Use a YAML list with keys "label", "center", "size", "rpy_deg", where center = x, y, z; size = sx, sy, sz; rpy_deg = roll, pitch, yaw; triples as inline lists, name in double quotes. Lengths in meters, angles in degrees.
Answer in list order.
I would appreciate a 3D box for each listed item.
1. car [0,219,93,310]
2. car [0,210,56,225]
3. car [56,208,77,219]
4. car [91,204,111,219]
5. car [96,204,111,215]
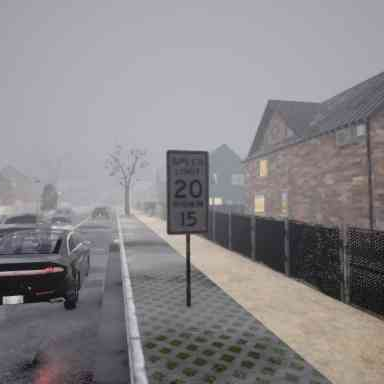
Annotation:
- label: "car"
  center: [-3.509, 1.626, 7.893]
  size: [2.128, 1.511, 4.902]
  rpy_deg: [0, -1, -13]
- label: "car"
  center: [-8.550, 1.836, 17.117]
  size: [1.837, 1.490, 4.892]
  rpy_deg: [0, -1, -13]
- label: "car"
  center: [-11.411, 2.138, 29.616]
  size: [2.033, 1.411, 5.357]
  rpy_deg: [0, -1, -13]
- label: "car"
  center: [-10.315, 2.260, 37.739]
  size: [1.837, 1.490, 4.892]
  rpy_deg: [0, -1, -13]
- label: "car"
  center: [-12.663, 2.457, 47.760]
  size: [1.882, 1.535, 5.008]
  rpy_deg: [0, -1, -13]
